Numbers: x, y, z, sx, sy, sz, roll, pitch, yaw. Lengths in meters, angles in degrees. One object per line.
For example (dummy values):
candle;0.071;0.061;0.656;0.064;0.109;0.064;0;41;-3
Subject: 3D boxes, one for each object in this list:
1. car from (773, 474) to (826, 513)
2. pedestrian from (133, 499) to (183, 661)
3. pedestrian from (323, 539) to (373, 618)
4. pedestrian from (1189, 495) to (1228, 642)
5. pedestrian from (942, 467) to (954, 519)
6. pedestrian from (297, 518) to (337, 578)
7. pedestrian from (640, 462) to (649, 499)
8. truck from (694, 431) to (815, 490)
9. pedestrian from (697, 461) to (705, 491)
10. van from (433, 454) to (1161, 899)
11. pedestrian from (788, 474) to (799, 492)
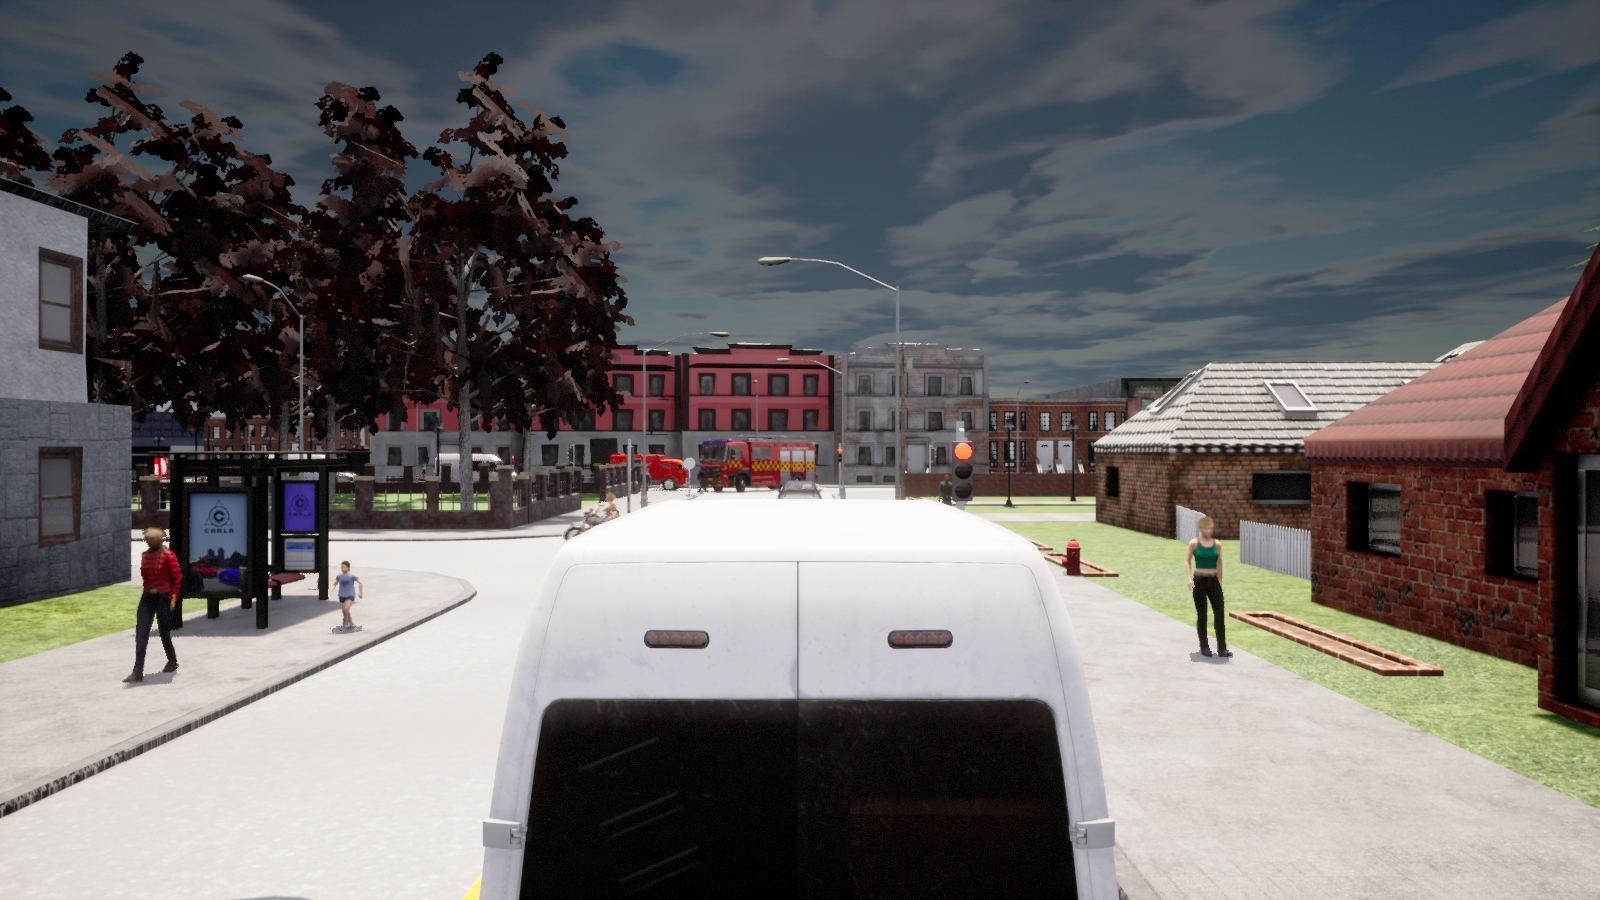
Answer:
car;-0.018;1.827;48.992;2.128;1.511;4.902;0;0;0
pedestrian;-7.557;1.517;13.450;0.375;1.860;0.375;0;0;2
pedestrian;-6.698;1.897;16.935;0.500;1.100;0.500;0;0;8
pedestrian;5.293;1.524;14.804;0.375;1.860;0.375;0;0;1
pedestrian;5.256;1.523;40.604;0.375;1.860;0.375;0;0;-2
pedestrian;-9.381;1.896;22.200;0.500;1.100;0.500;0;0;28
pedestrian;-7.894;1.526;57.963;0.375;1.860;0.375;0;0;4
truck;-3.017;0.670;78.008;8.468;3.827;2.891;0;0;-43
pedestrian;-6.232;1.628;71.842;0.375;1.860;0.375;0;0;45
van;-0.009;1.315;6.082;1.988;2.561;5.915;0;0;0
pedestrian;-0.383;2.008;70.321;0.500;1.100;0.500;0;0;22
